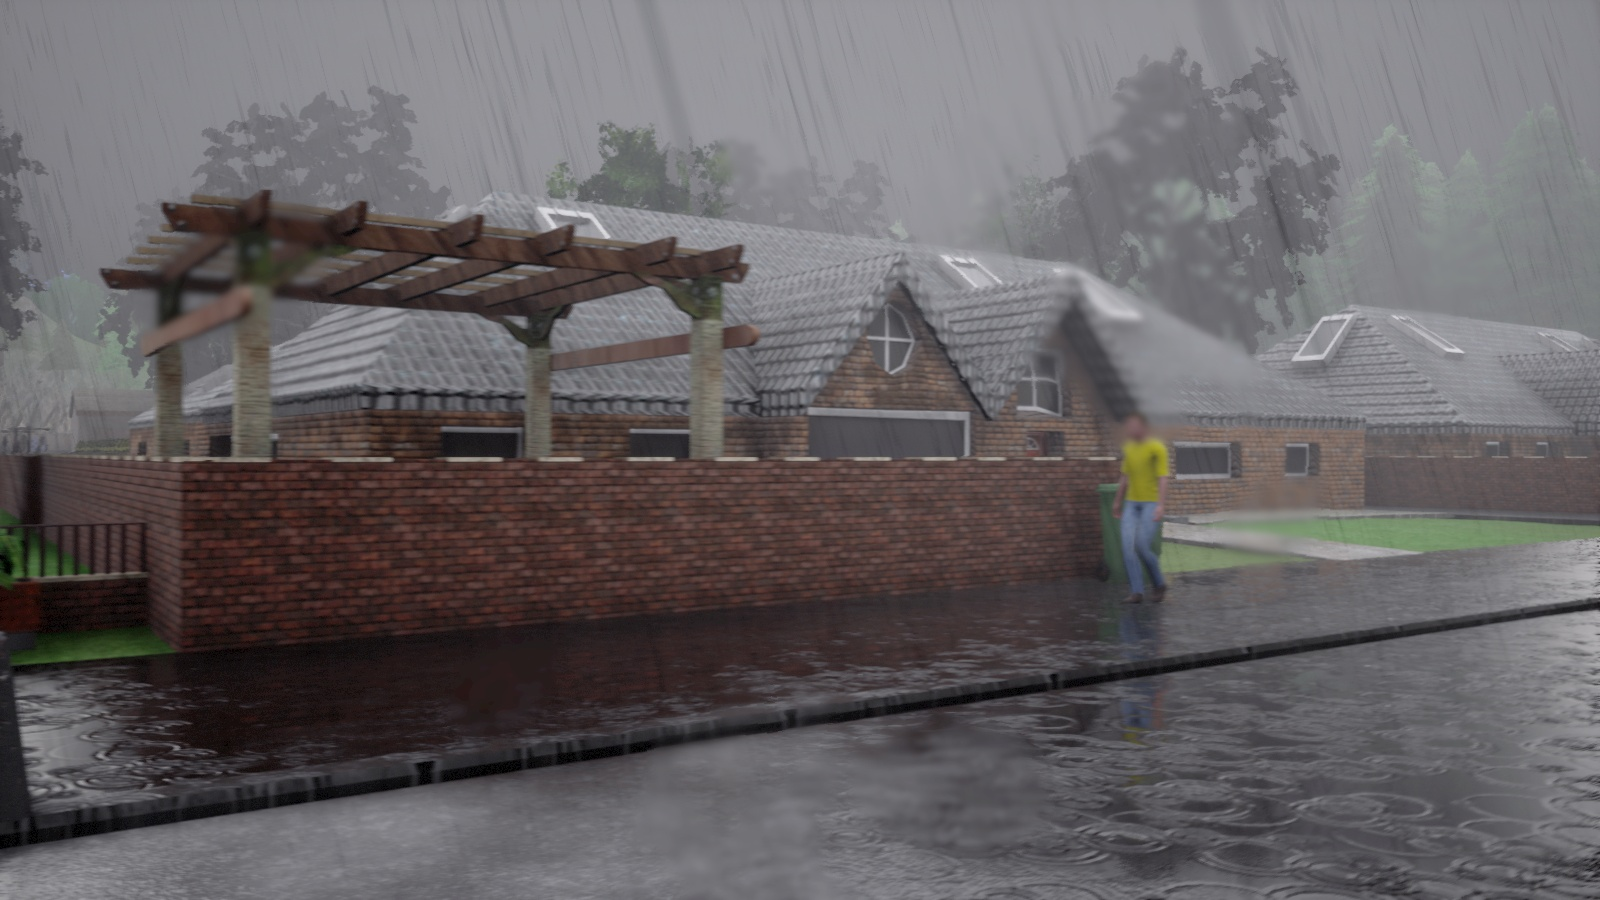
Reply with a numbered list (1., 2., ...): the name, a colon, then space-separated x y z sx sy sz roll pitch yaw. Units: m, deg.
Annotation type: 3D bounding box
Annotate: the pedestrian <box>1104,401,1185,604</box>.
1. pedestrian: 3.208 0.477 11.697 0.706 1.836 0.354 0 0 -36
